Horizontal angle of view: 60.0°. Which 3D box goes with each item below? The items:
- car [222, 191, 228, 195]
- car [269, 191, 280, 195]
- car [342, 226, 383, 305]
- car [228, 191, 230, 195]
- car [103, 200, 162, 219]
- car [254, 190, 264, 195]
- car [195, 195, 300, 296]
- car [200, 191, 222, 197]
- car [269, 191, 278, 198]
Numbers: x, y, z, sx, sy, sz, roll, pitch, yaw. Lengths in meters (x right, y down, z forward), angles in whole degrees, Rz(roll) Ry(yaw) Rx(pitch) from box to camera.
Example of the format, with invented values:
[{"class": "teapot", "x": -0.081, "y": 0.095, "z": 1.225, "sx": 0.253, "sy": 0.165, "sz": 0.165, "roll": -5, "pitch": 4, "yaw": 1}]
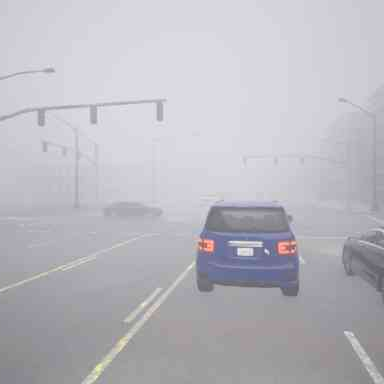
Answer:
[{"class": "car", "x": 4.515, "y": 0.926, "z": 57.649, "sx": 2.150, "sy": 2.045, "sz": 5.566, "roll": 0, "pitch": 1, "yaw": 11}, {"class": "car", "x": 18.732, "y": 0.881, "z": 74.962, "sx": 2.128, "sy": 1.511, "sz": 4.902, "roll": 0, "pitch": 1, "yaw": 11}, {"class": "car", "x": 4.779, "y": 1.492, "z": 7.389, "sx": 2.128, "sy": 1.511, "sz": 4.902, "roll": 0, "pitch": 0, "yaw": 11}, {"class": "car", "x": 6.615, "y": 0.741, "z": 67.889, "sx": 2.150, "sy": 2.045, "sz": 5.566, "roll": 0, "pitch": 1, "yaw": 12}, {"class": "car", "x": -4.932, "y": 1.483, "z": 27.782, "sx": 4.892, "sy": 1.490, "sz": 1.837, "roll": 0, "pitch": 1, "yaw": -1}, {"class": "car", "x": 15.261, "y": 0.904, "z": 75.459, "sx": 1.994, "sy": 1.385, "sz": 4.181, "roll": 0, "pitch": 1, "yaw": 11}, {"class": "car", "x": 1.511, "y": 1.221, "z": 8.911, "sx": 2.150, "sy": 2.045, "sz": 5.566, "roll": 0, "pitch": 0, "yaw": 11}, {"class": "car", "x": 2.489, "y": 1.079, "z": 47.462, "sx": 2.150, "sy": 2.045, "sz": 5.566, "roll": 0, "pitch": 1, "yaw": 11}, {"class": "car", "x": 20.711, "y": 0.552, "z": 84.965, "sx": 2.097, "sy": 1.767, "sz": 4.553, "roll": 0, "pitch": 1, "yaw": 11}]
